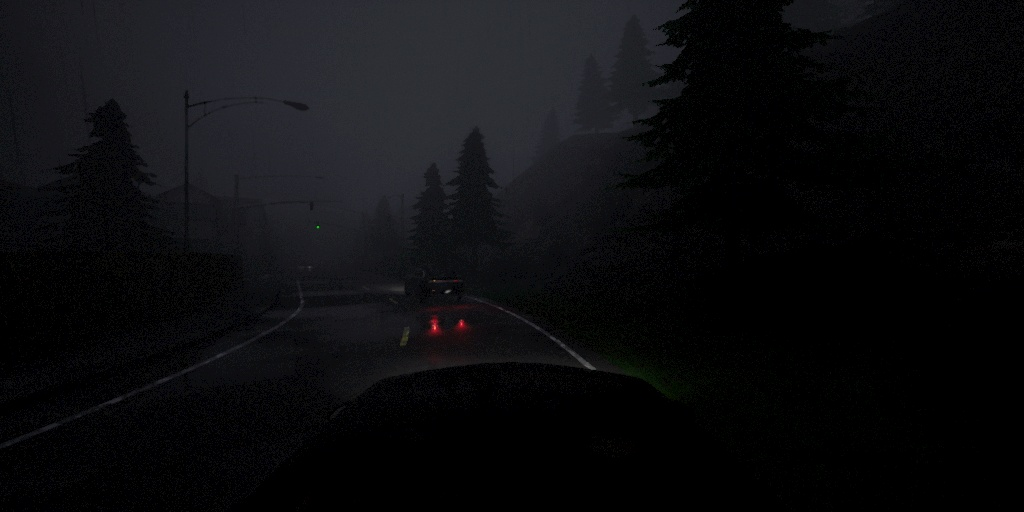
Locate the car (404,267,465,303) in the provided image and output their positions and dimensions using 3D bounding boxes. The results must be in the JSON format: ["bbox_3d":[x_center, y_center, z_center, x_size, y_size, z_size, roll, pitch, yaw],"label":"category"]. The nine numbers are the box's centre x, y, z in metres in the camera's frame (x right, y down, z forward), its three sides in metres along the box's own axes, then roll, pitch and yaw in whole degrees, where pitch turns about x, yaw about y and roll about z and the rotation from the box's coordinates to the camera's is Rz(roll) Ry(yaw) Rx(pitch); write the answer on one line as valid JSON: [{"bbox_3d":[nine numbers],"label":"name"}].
[{"bbox_3d":[-3.738,1.243,16.738,2.128,1.511,4.902,0,0,-28],"label":"car"}]
